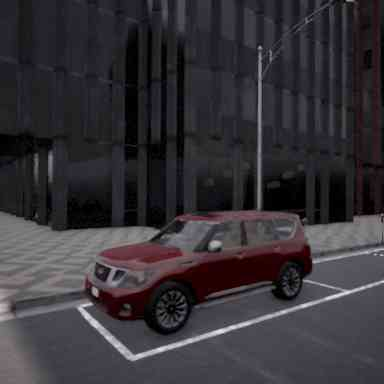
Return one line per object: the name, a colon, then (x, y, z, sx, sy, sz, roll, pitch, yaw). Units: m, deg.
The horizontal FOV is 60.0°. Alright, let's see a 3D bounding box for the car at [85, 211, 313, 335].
car: (0.448, 1.354, 6.969, 5.009, 1.841, 2.192, 1, 0, -35)
